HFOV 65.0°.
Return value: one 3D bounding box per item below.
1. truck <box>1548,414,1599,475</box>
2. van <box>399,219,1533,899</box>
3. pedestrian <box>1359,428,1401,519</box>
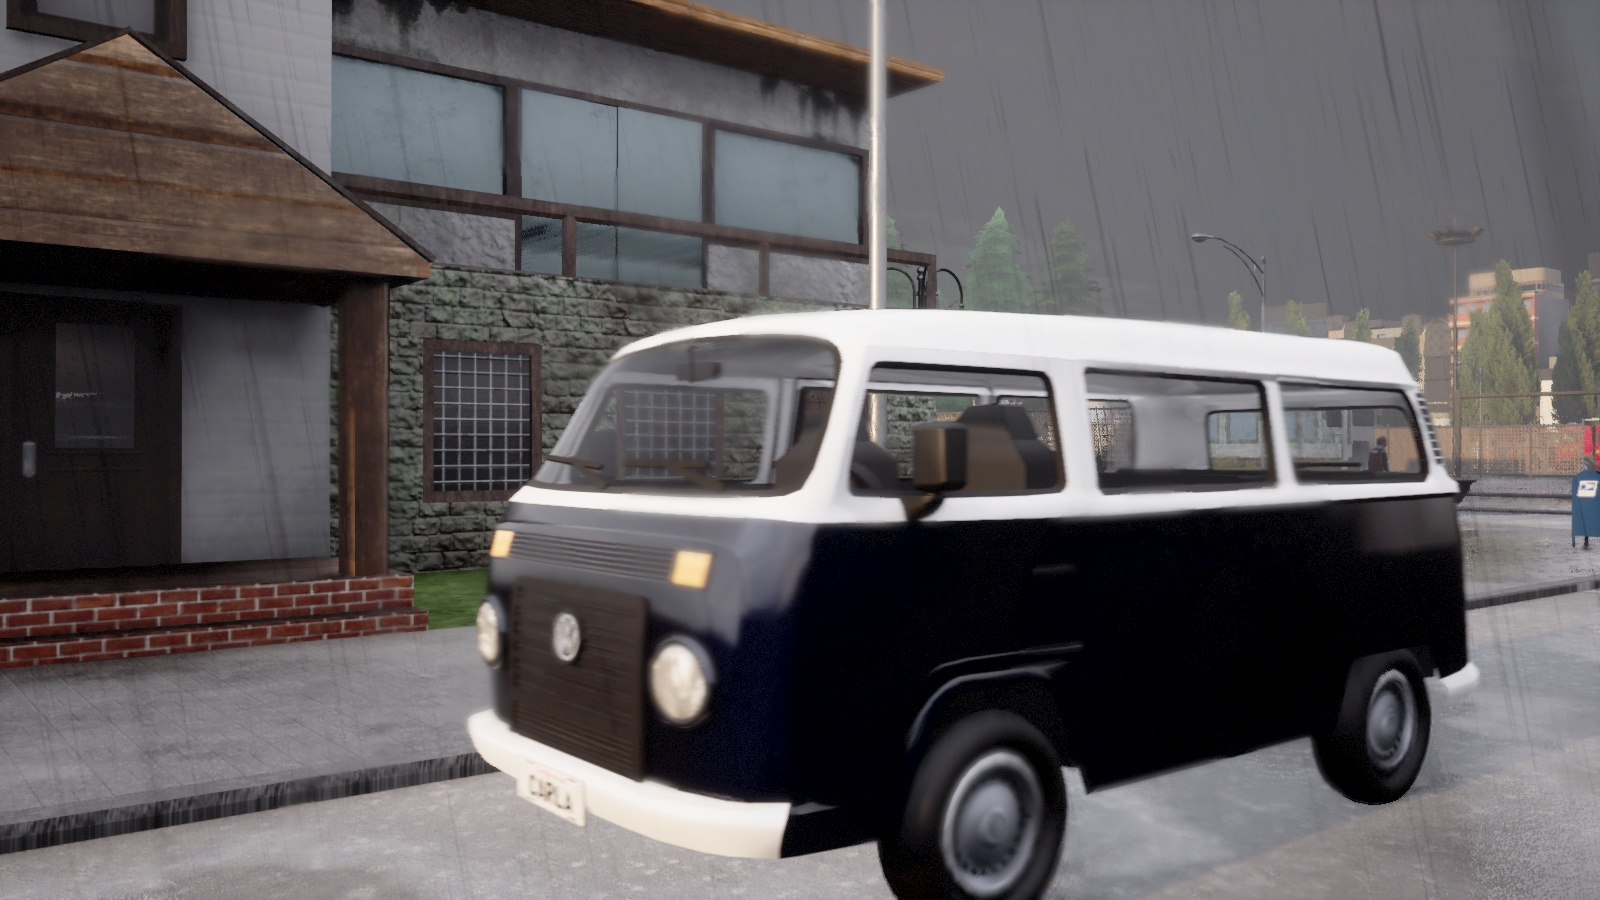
[{"bbox_3d":[52.102,-0.338,78.686,2.891,3.827,8.468,0,0,-39],"label":"truck"},{"bbox_3d":[0.940,0.479,5.153,4.480,2.038,2.069,0,0,-38],"label":"van"},{"bbox_3d":[12.019,0.484,26.029,0.720,1.854,0.376,0,0,-19],"label":"pedestrian"}]
